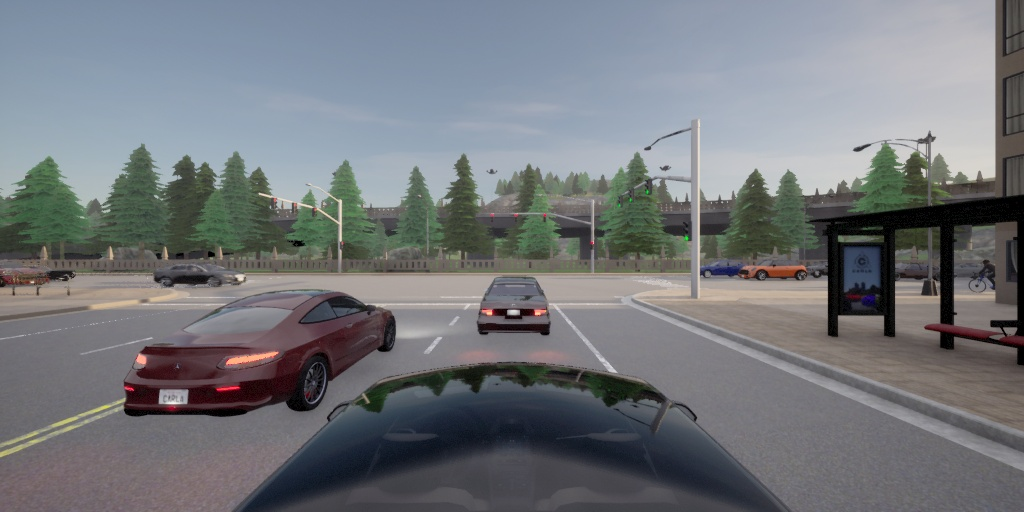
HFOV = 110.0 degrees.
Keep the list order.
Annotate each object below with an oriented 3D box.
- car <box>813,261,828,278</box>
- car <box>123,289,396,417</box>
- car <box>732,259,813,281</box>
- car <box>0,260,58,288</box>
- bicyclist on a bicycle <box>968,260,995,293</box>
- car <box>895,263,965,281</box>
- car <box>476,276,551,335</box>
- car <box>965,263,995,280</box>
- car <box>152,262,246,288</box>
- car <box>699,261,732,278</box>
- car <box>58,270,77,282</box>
[{"bbox_3d":[28.286,1.186,32.146,4.902,1.511,2.128,0,0,4],"label":"car"},{"bbox_3d":[-3.447,1.276,5.969,1.812,1.442,4.674,0,0,0],"label":"car"},{"bbox_3d":[20.951,1.046,28.973,4.553,1.767,2.097,0,0,2],"label":"car"},{"bbox_3d":[-32.180,1.046,22.441,4.553,1.767,2.097,0,0,1],"label":"car"},{"bbox_3d":[22.755,0.995,17.060,0.582,1.620,1.656,0,0,1],"label":"bicyclist on a bicycle"},{"bbox_3d":[31.528,1.242,28.457,5.357,1.411,2.033,0,0,7],"label":"car"},{"bbox_3d":[0.087,1.297,10.464,2.033,1.411,5.357,0,0,1],"label":"car"},{"bbox_3d":[38.074,1.258,30.464,4.181,1.385,1.994,0,0,17],"label":"car"},{"bbox_3d":[-19.327,1.188,22.326,4.902,1.511,2.128,0,0,1],"label":"car"},{"bbox_3d":[18.905,1.172,32.527,5.008,1.535,1.882,0,0,1],"label":"car"},{"bbox_3d":[-34.799,1.295,25.972,4.718,1.301,1.895,0,0,0],"label":"car"}]
